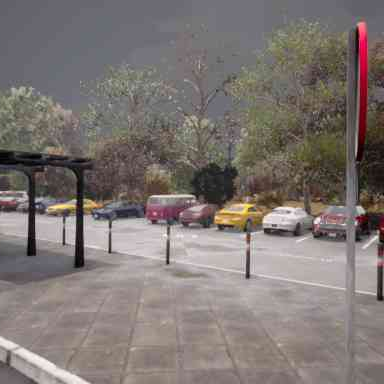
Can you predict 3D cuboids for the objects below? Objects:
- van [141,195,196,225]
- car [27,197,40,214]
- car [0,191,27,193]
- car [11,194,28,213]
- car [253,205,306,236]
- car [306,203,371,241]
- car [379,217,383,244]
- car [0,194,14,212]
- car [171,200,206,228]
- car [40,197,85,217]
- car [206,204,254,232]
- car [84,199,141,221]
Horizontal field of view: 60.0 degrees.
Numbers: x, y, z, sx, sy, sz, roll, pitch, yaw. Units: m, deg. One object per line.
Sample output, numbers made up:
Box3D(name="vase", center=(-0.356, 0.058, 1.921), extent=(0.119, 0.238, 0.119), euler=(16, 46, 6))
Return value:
Box3D(name="van", center=(-1.183, 1.200, 23.717), extent=(1.878, 1.987, 4.442), euler=(1, 0, 35))
Box3D(name="car", center=(-12.535, 1.331, 31.704), extent=(2.163, 1.488, 4.792), euler=(1, 0, 35))
Box3D(name="car", center=(-21.605, 0.950, 38.102), extent=(2.435, 2.045, 5.566), euler=(1, 0, 36))
Box3D(name="car", center=(-14.807, 1.277, 33.297), extent=(2.231, 1.521, 4.892), euler=(1, 0, 35))
Box3D(name="car", center=(5.526, 1.542, 18.787), extent=(2.002, 1.452, 4.674), euler=(1, 0, 35))
Box3D(name="car", center=(7.806, 1.402, 17.202), extent=(2.185, 1.767, 4.553), euler=(1, 0, 35))
Box3D(name="car", center=(10.050, 1.553, 15.571), extent=(2.097, 1.535, 5.008), euler=(1, 0, 35))
Box3D(name="car", center=(-17.067, 1.251, 34.908), extent=(2.097, 1.535, 5.008), euler=(1, 0, 35))
Box3D(name="car", center=(1.004, 1.491, 22.010), extent=(2.002, 1.452, 4.674), euler=(1, 0, 36))
Box3D(name="car", center=(-10.400, 1.323, 29.918), extent=(1.946, 1.575, 5.366), euler=(1, 0, 36))
Box3D(name="car", center=(3.265, 1.476, 20.396), extent=(2.097, 1.535, 5.008), euler=(1, 0, 35))
Box3D(name="car", center=(-5.789, 1.405, 26.822), extent=(2.163, 1.488, 4.792), euler=(1, 0, 35))
